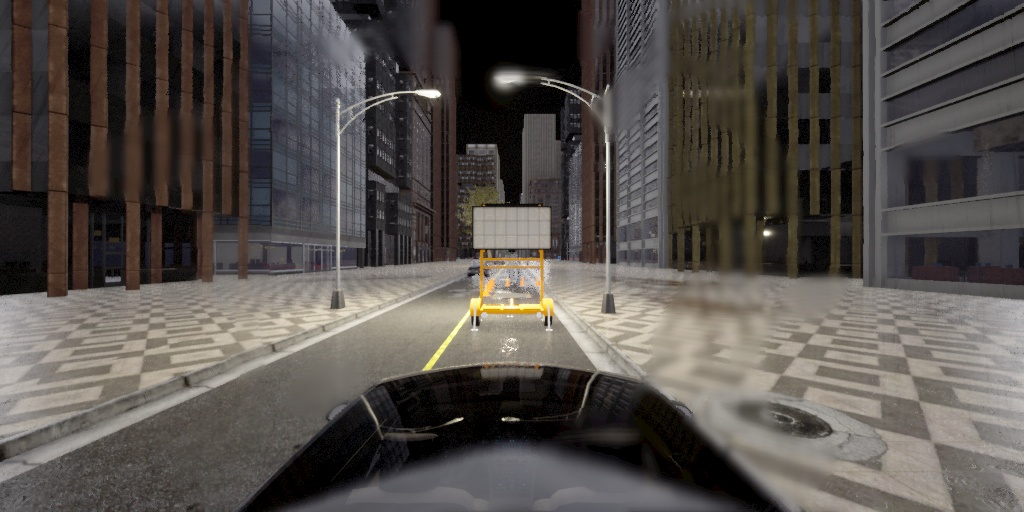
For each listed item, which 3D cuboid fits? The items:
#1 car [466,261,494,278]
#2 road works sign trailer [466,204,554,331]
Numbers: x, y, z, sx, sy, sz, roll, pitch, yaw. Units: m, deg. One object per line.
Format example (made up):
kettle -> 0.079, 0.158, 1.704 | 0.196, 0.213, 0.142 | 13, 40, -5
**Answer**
car -> -3.126, 1.303, 34.043 | 2.033, 1.411, 5.357 | 0, 0, 0
road works sign trailer -> -0.007, 0.215, 10.981 | 2.380, 3.560, 2.880 | 0, 0, 0
